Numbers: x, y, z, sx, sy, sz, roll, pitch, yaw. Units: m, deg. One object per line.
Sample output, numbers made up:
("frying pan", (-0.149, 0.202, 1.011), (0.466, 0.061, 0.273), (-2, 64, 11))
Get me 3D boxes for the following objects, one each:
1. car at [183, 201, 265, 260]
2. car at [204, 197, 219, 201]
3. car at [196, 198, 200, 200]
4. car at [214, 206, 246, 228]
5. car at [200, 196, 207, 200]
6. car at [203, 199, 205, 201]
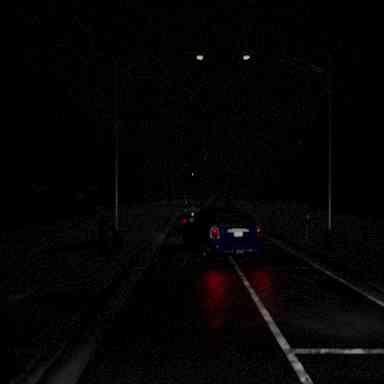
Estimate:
("car", (1.023, 1.417, 12.958), (2.097, 1.767, 4.553), (0, 0, -13))
("car", (2.609, 1.629, 34.438), (1.967, 1.590, 4.097), (-1, 0, 0))
("car", (0.078, 1.825, 45.532), (1.994, 1.385, 4.181), (0, 0, -1))
("car", (2.617, 1.707, 23.632), (1.802, 1.307, 4.206), (-1, 0, 0))
("car", (2.601, 1.574, 45.243), (2.192, 1.841, 5.009), (-1, 0, 0))
("car", (2.608, 1.789, 39.839), (1.947, 1.339, 4.313), (-1, 0, 0))
